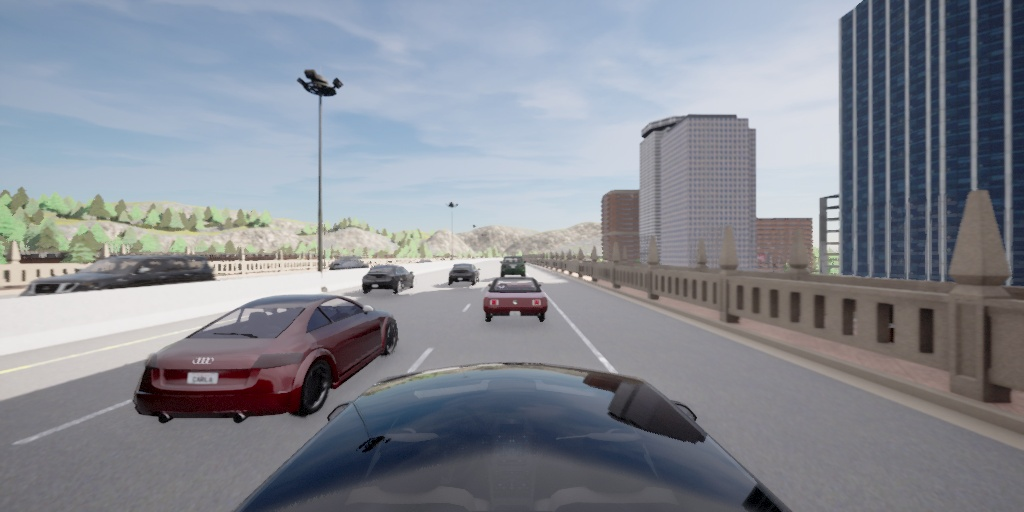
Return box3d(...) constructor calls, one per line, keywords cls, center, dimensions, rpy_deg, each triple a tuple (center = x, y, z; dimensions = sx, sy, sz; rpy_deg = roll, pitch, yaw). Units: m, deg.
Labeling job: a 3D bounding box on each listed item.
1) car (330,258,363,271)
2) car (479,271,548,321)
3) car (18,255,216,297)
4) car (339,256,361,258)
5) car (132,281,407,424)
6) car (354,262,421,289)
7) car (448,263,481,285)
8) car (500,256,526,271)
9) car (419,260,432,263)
box3d(cls="car", center=(-17.568, 1.280, 39.414), dimensions=(1.882, 1.535, 5.008), rpy_deg=(0, -1, 0))
box3d(cls="car", center=(0.097, 1.355, 12.430), dimensions=(1.895, 1.301, 4.718), rpy_deg=(0, 0, 0))
box3d(cls="car", center=(-14.101, 0.978, 13.501), dimensions=(2.150, 2.045, 5.566), rpy_deg=(0, 0, 0))
box3d(cls="car", center=(-21.029, 1.044, 45.833), dimensions=(2.150, 2.045, 5.566), rpy_deg=(0, -1, 0))
box3d(cls="car", center=(-3.401, 1.314, 5.948), dimensions=(1.994, 1.385, 4.181), rpy_deg=(0, 0, 0))
box3d(cls="car", center=(-6.905, 1.268, 20.500), dimensions=(1.837, 1.490, 4.892), rpy_deg=(0, 0, 0))
box3d(cls="car", center=(-3.408, 1.278, 26.031), dimensions=(1.837, 1.490, 4.892), rpy_deg=(0, 0, 0))
box3d(cls="car", center=(0.092, 1.006, 31.956), dimensions=(2.150, 2.045, 5.566), rpy_deg=(0, 0, 0))
box3d(cls="car", center=(-14.015, 1.357, 57.720), dimensions=(1.882, 1.535, 5.008), rpy_deg=(0, 0, 0))
